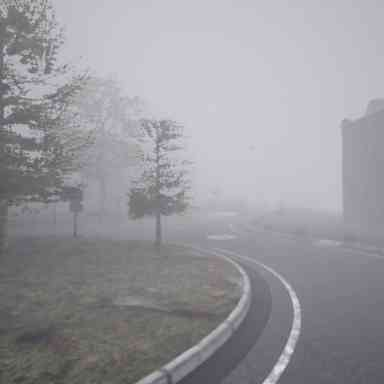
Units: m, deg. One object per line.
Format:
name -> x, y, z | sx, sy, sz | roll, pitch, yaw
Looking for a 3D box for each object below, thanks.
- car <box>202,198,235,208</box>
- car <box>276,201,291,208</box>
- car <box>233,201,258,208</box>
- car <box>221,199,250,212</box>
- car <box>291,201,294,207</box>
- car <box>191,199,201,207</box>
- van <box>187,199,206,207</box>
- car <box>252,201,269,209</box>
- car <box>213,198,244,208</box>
car -> 4.754, 2.115, 59.597 | 4.553, 1.767, 2.185 | -1, -2, 23
car -> 17.825, 2.552, 65.737 | 1.994, 1.385, 4.181 | -1, -2, 24
car -> 12.164, 2.821, 76.096 | 5.366, 1.575, 1.946 | -1, -3, 24
car -> 6.431, 2.121, 48.221 | 2.128, 1.511, 4.902 | -1, -1, 24
car -> 21.883, 2.800, 74.891 | 2.128, 1.511, 4.902 | -1, -3, 24
car -> -1.342, 2.769, 76.752 | 5.366, 1.575, 1.946 | -1, -2, 24
van -> 1.120, 2.754, 81.634 | 4.442, 1.987, 1.878 | -1, -3, 24
car -> 13.553, 2.456, 64.161 | 1.812, 1.442, 4.674 | -1, -2, 24
car -> 7.114, 2.150, 65.064 | 5.566, 2.045, 2.435 | -1, -2, 23
